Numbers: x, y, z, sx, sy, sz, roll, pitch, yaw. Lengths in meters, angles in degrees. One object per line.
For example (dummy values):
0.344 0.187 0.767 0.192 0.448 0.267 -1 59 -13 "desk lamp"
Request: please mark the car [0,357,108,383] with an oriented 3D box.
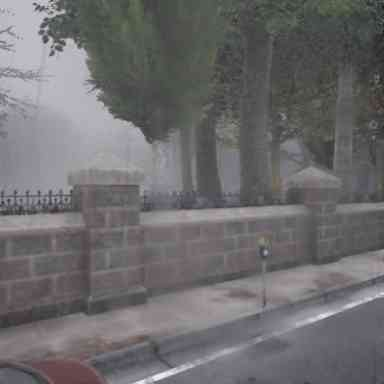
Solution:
-2.269 1.583 1.197 4.206 1.307 1.802 0 0 -35 "car"
